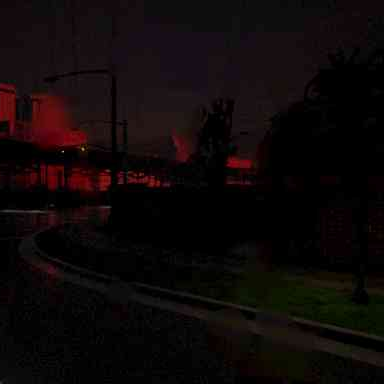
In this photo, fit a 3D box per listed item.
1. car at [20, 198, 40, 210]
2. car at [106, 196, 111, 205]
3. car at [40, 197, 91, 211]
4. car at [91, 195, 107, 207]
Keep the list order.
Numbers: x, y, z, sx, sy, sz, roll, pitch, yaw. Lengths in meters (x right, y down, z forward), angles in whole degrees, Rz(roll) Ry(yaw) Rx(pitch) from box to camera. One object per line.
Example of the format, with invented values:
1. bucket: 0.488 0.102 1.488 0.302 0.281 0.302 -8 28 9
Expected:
1. car: -18.471 1.403 40.645 1.812 1.442 4.674 0 1 37
2. car: -9.036 1.291 47.337 2.033 1.411 5.357 0 1 37
3. car: -14.903 1.364 39.560 1.837 1.490 4.892 0 1 37
4. car: -12.956 1.260 47.952 2.128 1.511 4.902 0 1 37
